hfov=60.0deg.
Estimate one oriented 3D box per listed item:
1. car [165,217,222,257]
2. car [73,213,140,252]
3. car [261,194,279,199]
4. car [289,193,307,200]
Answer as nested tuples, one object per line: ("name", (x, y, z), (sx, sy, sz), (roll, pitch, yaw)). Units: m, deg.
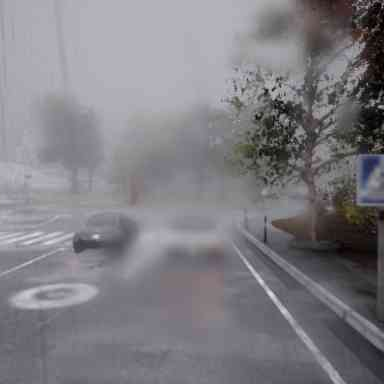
("car", (0.072, 1.620, 13.104), (1.895, 1.301, 4.718), (0, 0, 0))
("car", (-3.422, 1.578, 13.977), (1.994, 1.385, 4.181), (0, 0, 0))
("car", (16.080, 0.767, 68.758), (1.994, 1.385, 4.181), (-1, 2, -23))
("car", (20.674, 0.881, 65.067), (1.994, 1.385, 4.181), (0, 2, -15))
